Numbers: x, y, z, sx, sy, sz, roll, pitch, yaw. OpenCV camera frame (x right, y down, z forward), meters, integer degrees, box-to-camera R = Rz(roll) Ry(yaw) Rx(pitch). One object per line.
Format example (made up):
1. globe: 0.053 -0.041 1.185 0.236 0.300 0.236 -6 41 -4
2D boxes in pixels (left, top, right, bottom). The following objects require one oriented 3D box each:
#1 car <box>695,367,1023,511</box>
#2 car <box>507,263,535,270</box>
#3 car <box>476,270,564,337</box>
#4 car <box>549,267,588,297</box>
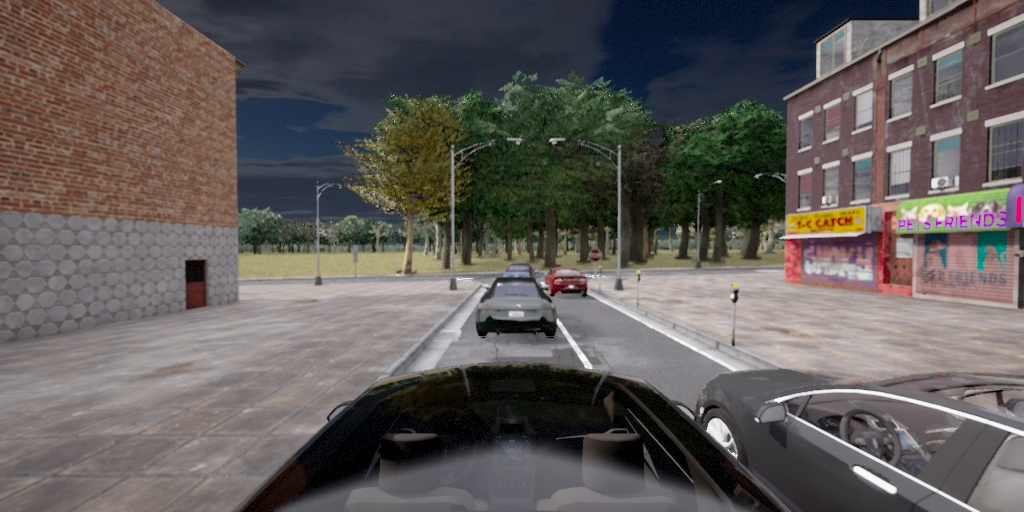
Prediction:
1. car: 2.637 1.300 1.791 2.007 1.370 4.403 0 0 0
2. car: 0.588 1.178 22.936 2.033 1.411 5.357 0 0 7
3. car: 0.093 1.268 10.110 1.994 1.385 4.181 0 0 0
4. car: 2.619 1.207 18.010 1.888 1.381 4.507 0 0 0
